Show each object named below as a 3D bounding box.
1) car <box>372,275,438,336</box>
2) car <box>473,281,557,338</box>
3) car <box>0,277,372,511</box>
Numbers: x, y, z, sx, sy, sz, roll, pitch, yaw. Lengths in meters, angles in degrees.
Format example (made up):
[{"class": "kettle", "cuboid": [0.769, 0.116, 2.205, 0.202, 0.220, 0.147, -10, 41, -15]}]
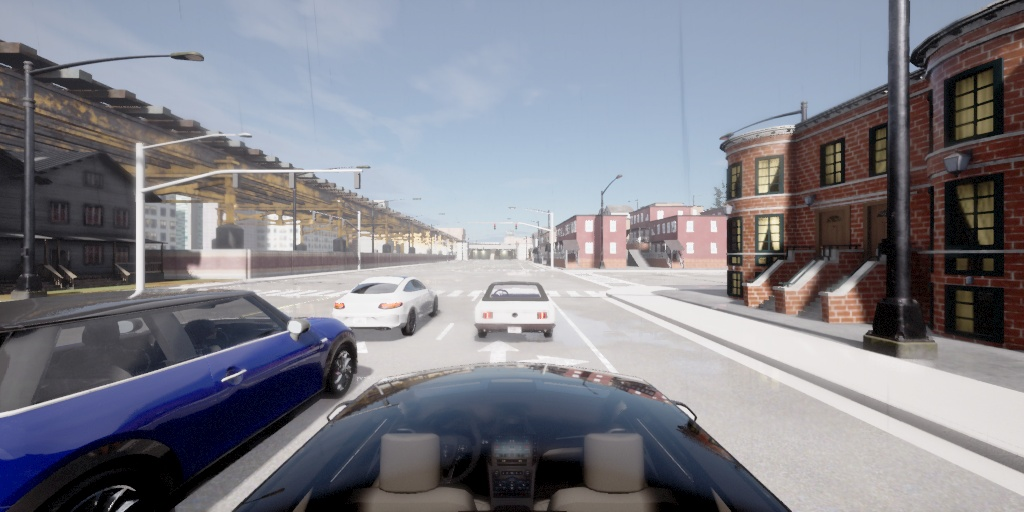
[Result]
[{"class": "car", "cuboid": [-3.398, 1.276, 10.292, 1.812, 1.442, 4.674, 0, 0, 0]}, {"class": "car", "cuboid": [0.105, 1.351, 10.184, 1.895, 1.301, 4.718, 0, 0, 1]}, {"class": "car", "cuboid": [-3.399, 1.102, 3.648, 2.097, 1.767, 4.553, 0, 0, 0]}]
